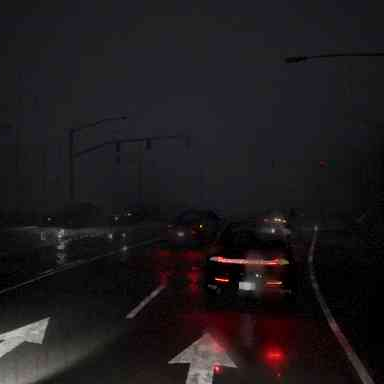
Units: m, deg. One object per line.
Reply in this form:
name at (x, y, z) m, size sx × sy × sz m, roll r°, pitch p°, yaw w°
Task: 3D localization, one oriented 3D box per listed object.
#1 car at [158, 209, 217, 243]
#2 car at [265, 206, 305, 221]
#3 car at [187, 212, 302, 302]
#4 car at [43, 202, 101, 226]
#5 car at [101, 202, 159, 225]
car at (0.348, 1.525, 15.657) m, size 1.812 × 1.442 × 4.674 m, roll 0°, pitch 0°, yaw 20°
car at (4.647, 1.505, 17.268) m, size 1.837 × 1.490 × 4.892 m, roll 0°, pitch 0°, yaw 21°
car at (1.564, 1.492, 8.392) m, size 2.128 × 1.511 × 4.902 m, roll 0°, pitch 0°, yaw 13°
car at (-8.171, 1.507, 23.356) m, size 1.837 × 1.490 × 4.892 m, roll 0°, pitch -1°, yaw 22°
car at (-4.062, 1.495, 24.154) m, size 2.128 × 1.511 × 4.902 m, roll 0°, pitch 0°, yaw 22°
